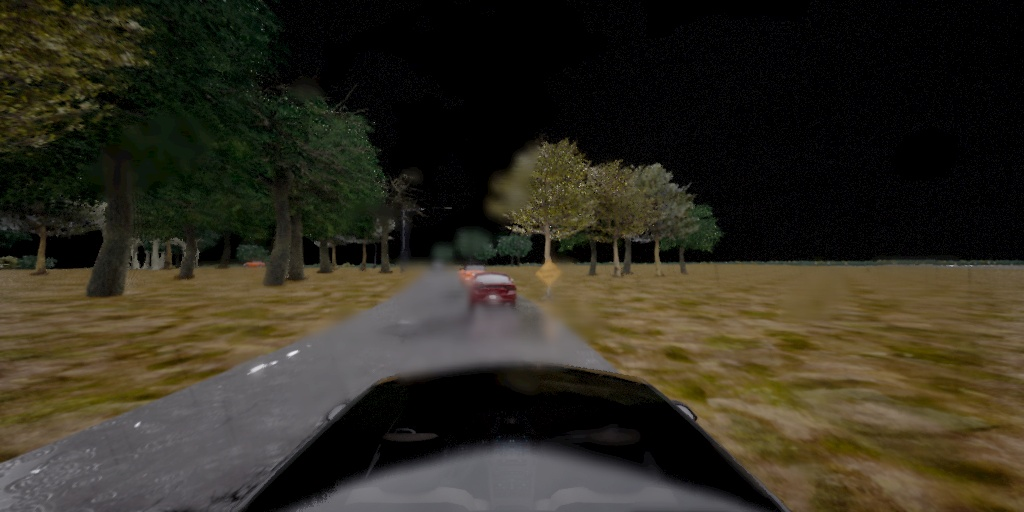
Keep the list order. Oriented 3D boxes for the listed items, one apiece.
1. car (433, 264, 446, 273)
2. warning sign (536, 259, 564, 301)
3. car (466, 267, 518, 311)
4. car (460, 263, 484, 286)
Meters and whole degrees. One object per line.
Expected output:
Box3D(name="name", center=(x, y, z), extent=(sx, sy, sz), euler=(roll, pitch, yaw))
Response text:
Box3D(name="car", center=(-12.052, 2.012, 59.275), extent=(1.882, 1.535, 5.008), euler=(0, -1, -10))
Box3D(name="warning sign", center=(1.742, 1.058, 16.143), extent=(1.300, 1.860, 1.060), euler=(0, 0, -7))
Box3D(name="car", center=(-0.895, 1.412, 15.628), extent=(1.882, 1.535, 5.008), euler=(0, 0, -6))
Box3D(name="car", center=(-3.111, 1.467, 29.431), extent=(2.097, 1.767, 4.553), euler=(0, -1, -10))
